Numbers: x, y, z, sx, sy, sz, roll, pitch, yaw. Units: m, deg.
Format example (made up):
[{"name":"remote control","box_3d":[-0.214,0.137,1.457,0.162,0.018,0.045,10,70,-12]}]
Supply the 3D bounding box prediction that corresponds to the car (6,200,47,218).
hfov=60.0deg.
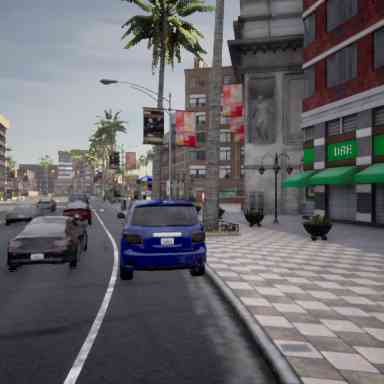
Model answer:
[{"name":"car","box_3d":[-11.929,1.554,23.935,1.994,1.385,4.181,0,0,-18]}]

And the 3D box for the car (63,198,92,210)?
[{"name":"car","box_3d":[-8.465,1.471,24.596,1.882,1.535,5.008,0,0,-18]}]

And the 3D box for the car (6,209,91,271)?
[{"name":"car","box_3d":[-4.542,1.522,10.937,1.812,1.442,4.674,0,0,-12]}]

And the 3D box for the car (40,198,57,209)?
[{"name":"car","box_3d":[-16.636,1.478,38.145,2.128,1.511,4.902,0,0,-19]}]

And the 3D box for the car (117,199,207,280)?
[{"name":"car","box_3d":[-1.082,1.219,10.223,2.150,2.045,5.566,0,0,-11]}]

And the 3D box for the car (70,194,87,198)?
[{"name":"car","box_3d":[-12.712,1.212,37.408,2.150,2.045,5.566,0,0,-18]}]
